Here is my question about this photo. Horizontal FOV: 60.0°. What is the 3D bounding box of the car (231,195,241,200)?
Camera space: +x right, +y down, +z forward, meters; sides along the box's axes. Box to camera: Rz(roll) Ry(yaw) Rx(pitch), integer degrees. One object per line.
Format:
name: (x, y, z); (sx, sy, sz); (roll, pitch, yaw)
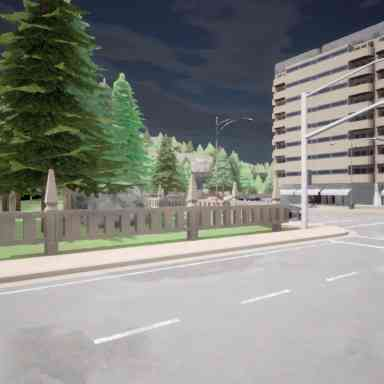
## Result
car: (9.249, 1.492, 67.935); (2.033, 1.411, 5.357); (0, 0, 20)

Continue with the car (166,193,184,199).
car: (-2.427, 1.165, 47.069); (2.150, 2.045, 5.566); (0, 0, -12)

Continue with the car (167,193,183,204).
car: (-3.135, 1.168, 61.807); (2.150, 2.045, 5.566); (0, 0, 5)

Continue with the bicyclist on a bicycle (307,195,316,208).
bicyclist on a bicycle: (15.325, 1.245, 42.481); (1.656, 1.620, 0.582); (0, 0, -29)

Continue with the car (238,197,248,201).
car: (7.108, 1.492, 33.372); (2.033, 1.411, 5.357); (0, 0, -33)

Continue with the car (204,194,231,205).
car: (2.655, 1.422, 42.214); (1.882, 1.535, 5.008); (0, 0, -20)

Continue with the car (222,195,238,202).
car: (8.594, 1.469, 75.205); (1.812, 1.442, 4.674); (0, 0, 32)

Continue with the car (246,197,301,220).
car: (7.087, 1.436, 27.197); (2.128, 1.511, 4.902); (0, 0, -33)
